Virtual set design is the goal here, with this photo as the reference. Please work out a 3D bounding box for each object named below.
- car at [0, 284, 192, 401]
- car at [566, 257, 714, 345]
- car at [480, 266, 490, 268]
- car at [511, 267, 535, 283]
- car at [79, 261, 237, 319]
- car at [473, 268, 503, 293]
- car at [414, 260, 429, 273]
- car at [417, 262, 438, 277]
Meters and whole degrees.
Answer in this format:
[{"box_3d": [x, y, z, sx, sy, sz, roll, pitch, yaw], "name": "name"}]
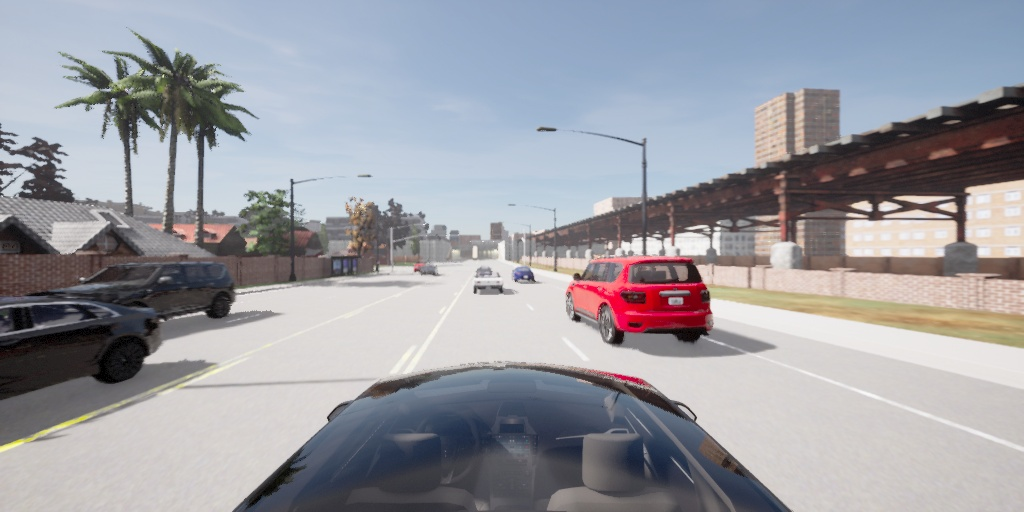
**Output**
[{"box_3d": [-7.312, 1.335, 4.583, 2.128, 1.511, 4.902, 0, -1, -3], "name": "car"}, {"box_3d": [3.106, 1.063, 10.015, 2.150, 2.045, 5.566, 0, -1, -5], "name": "car"}, {"box_3d": [-3.295, 1.915, 43.542, 1.994, 1.385, 4.181, 0, -1, -5], "name": "car"}, {"box_3d": [1.022, 1.729, 34.100, 1.812, 1.442, 4.674, 0, -1, -5], "name": "car"}, {"box_3d": [-11.277, 1.191, 11.191, 2.150, 2.045, 5.566, 0, -1, -5], "name": "car"}, {"box_3d": [-1.633, 1.682, 24.087, 1.895, 1.301, 4.718, 0, -1, -5], "name": "car"}, {"box_3d": [-15.527, 1.779, 62.115, 2.150, 2.045, 5.566, 0, 0, -5], "name": "car"}, {"box_3d": [-10.815, 1.947, 47.144, 1.837, 1.490, 4.892, 0, -1, -5], "name": "car"}]
